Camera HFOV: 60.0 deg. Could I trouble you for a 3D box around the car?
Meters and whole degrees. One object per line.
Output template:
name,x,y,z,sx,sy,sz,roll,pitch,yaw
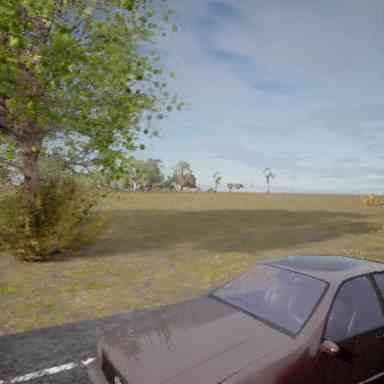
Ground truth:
car,1.581,1.578,4.192,5.357,1.411,2.033,1,0,-31
